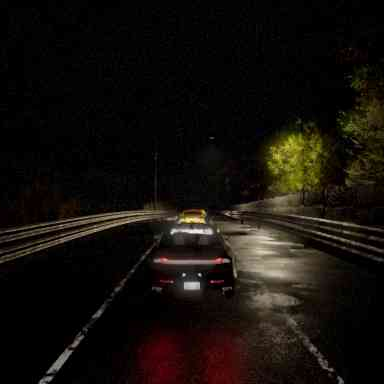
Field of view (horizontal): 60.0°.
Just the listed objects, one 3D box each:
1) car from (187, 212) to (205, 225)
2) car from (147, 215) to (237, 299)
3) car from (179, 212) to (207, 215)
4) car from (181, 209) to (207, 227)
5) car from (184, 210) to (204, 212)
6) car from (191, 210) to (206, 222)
[{"bbox_3d":[0.520,2.796,36.301,1.895,1.301,4.718,0,-3,2],"label":"car"},{"bbox_3d":[-0.006,1.562,8.592,2.128,1.511,4.902,0,-1,0],"label":"car"},{"bbox_3d":[-0.001,1.874,17.033,1.895,1.301,4.718,0,-2,0],"label":"car"},{"bbox_3d":[0.225,2.360,30.496,2.128,1.511,4.902,0,-3,2],"label":"car"},{"bbox_3d":[0.077,2.027,24.214,1.882,1.535,5.008,0,-3,1],"label":"car"},{"bbox_3d":[0.966,3.202,45.622,1.882,1.535,5.008,0,-3,3],"label":"car"}]
